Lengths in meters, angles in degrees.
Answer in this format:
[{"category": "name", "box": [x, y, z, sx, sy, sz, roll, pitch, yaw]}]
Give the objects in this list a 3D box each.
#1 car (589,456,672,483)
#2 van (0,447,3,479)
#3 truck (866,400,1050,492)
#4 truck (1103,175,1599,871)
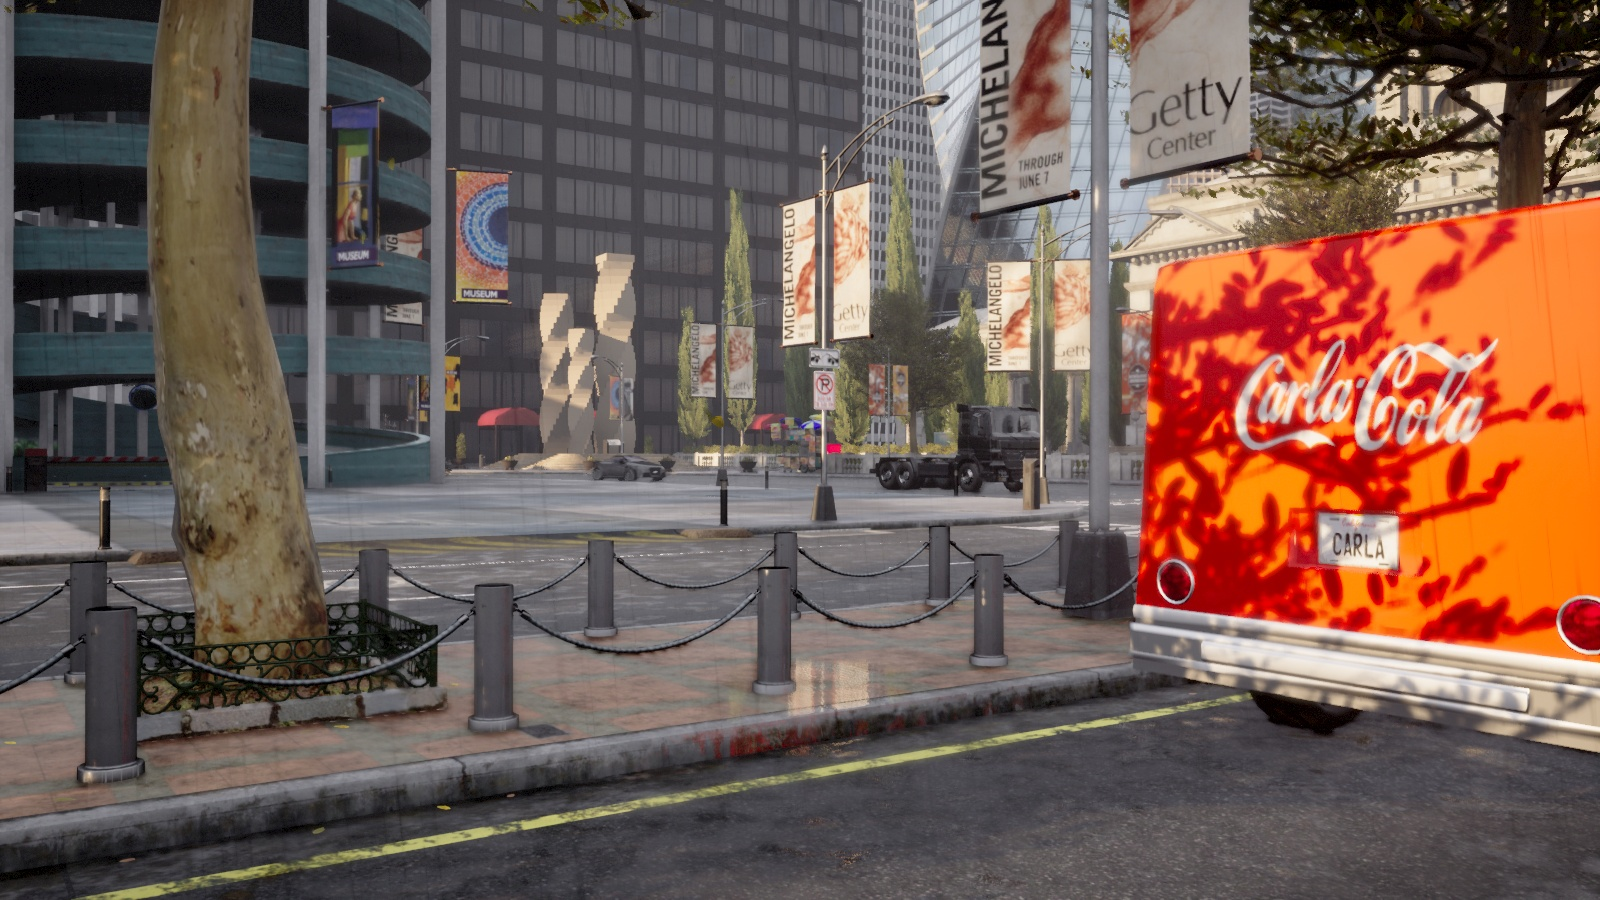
[{"category": "car", "box": [-8.846, 0.987, 65.368, 4.181, 1.385, 1.994, 0, 0, 40]}, {"category": "van", "box": [-51.211, 0.793, 76.370, 4.442, 1.987, 1.775, 0, 0, -27]}, {"category": "truck", "box": [6.281, -0.125, 51.367, 2.891, 3.462, 7.936, 0, 0, -35]}, {"category": "truck", "box": [4.416, 0.264, 6.735, 5.204, 2.467, 2.627, 0, 0, -35]}]
